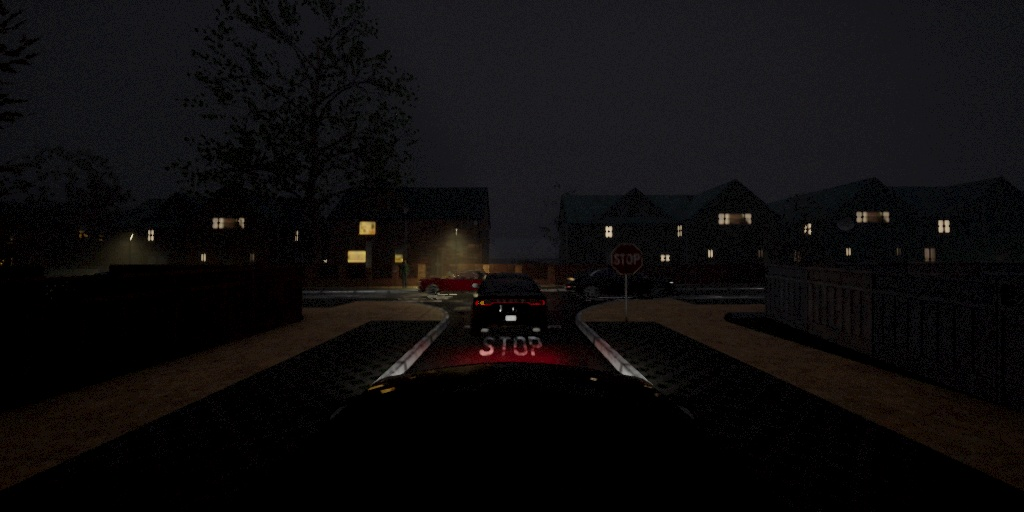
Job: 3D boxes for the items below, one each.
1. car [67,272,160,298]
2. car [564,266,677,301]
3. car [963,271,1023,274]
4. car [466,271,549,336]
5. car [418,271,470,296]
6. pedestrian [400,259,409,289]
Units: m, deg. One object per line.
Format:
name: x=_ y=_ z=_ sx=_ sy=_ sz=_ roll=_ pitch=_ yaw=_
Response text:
car: x=-17.480 y=1.409 z=16.680 sx=5.008 sy=1.535 sz=1.882 roll=-1 pitch=-1 yaw=1
car: x=4.880 y=1.204 z=16.374 sx=4.902 sy=1.511 sz=2.128 roll=-1 pitch=-1 yaw=1
car: x=22.606 y=1.126 z=16.141 sx=4.181 sy=1.385 sz=1.994 roll=0 pitch=-1 yaw=1
car: x=-0.150 y=1.227 z=10.417 sx=1.882 sy=1.535 sz=5.008 roll=0 pitch=0 yaw=-3
car: x=-2.587 y=1.454 z=19.424 sx=4.718 sy=1.301 sz=1.895 roll=0 pitch=-1 yaw=1
pedestrian: x=-6.704 y=1.106 z=22.403 sx=0.375 sy=1.860 sz=0.375 roll=0 pitch=-1 yaw=1
